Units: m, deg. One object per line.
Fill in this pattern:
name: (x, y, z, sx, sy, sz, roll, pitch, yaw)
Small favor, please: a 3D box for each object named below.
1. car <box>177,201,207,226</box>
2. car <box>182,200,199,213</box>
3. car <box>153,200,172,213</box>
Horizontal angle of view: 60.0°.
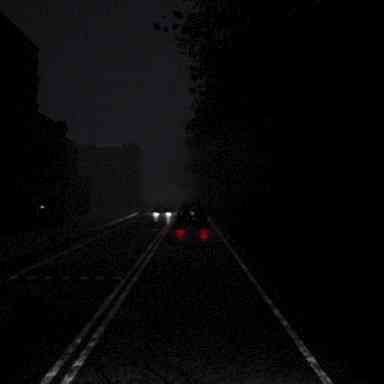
car: (0.010, 1.504, 24.760, 2.097, 1.767, 4.553, 0, 0, 0)
car: (-0.211, 1.774, 41.552, 2.033, 1.411, 5.357, 0, 0, -1)
car: (-3.573, 1.750, 41.308, 1.812, 1.442, 4.674, 0, 0, -1)
